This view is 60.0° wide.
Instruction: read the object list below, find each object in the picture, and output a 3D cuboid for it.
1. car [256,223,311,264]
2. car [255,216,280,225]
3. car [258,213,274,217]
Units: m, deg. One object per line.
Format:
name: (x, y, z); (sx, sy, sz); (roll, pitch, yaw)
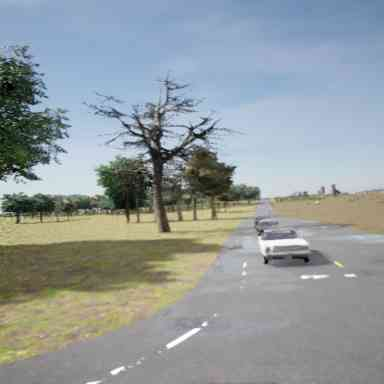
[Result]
car: (4.083, 2.335, 15.123); (1.895, 1.301, 4.718); (-5, -3, 10)
car: (5.857, 2.776, 25.057); (1.895, 1.301, 4.718); (-5, -3, 10)
car: (8.075, 3.359, 37.422); (1.895, 1.301, 4.718); (-5, -4, 10)
